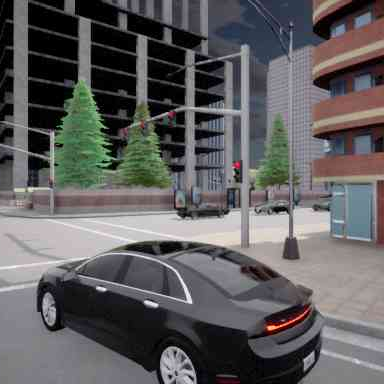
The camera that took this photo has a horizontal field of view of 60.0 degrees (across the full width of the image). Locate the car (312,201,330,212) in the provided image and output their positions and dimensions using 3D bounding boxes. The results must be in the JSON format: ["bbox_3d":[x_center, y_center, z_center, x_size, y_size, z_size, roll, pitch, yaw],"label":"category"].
[{"bbox_3d":[16.663,1.407,40.295,4.553,1.767,2.097,0,0,-35],"label":"car"}]

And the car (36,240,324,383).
[{"bbox_3d":[-0.602,1.505,5.065,4.892,1.490,1.837,0,0,41],"label":"car"}]

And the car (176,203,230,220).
[{"bbox_3d":[0.973,1.656,29.125,4.718,1.301,1.895,0,0,-36],"label":"car"}]

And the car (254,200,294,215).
[{"bbox_3d":[8.566,1.547,34.543,4.902,1.511,2.128,0,0,-35],"label":"car"}]
